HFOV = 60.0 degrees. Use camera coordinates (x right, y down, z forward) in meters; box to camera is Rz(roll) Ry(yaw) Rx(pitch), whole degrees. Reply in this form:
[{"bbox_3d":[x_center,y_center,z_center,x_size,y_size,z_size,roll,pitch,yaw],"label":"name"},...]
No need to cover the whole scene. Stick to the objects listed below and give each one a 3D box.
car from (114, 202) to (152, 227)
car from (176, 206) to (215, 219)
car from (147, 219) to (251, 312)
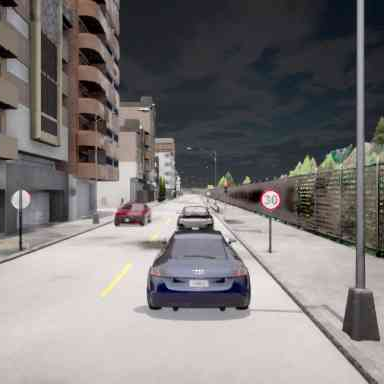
[{"bbox_3d":[-3.935,1.477,22.800,1.882,1.535,5.008,0,0,1],"label":"car"},{"bbox_3d":[0.185,1.492,17.734,2.128,1.511,4.902,0,0,1],"label":"car"},{"bbox_3d":[0.131,1.564,7.819,1.994,1.385,4.181,0,0,0],"label":"car"}]
